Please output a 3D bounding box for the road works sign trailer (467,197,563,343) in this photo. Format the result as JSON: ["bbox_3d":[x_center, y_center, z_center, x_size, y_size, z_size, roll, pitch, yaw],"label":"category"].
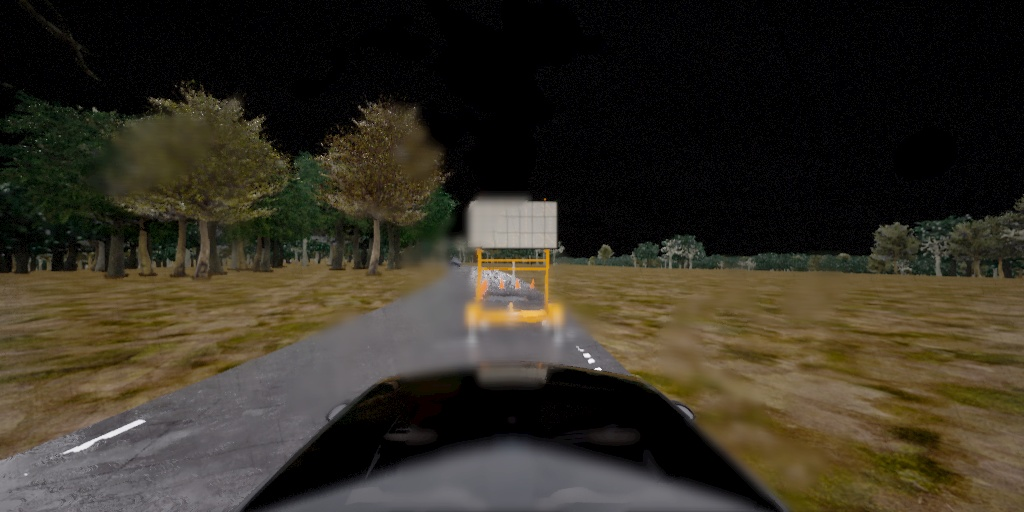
[{"bbox_3d":[0.040,0.230,9.741,2.380,3.560,2.880,0,0,-2],"label":"road works sign trailer"}]
